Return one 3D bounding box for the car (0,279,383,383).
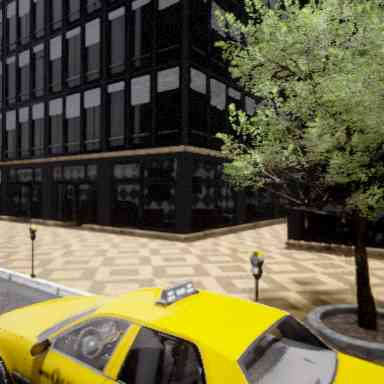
[{"bbox_3d":[-0.347,1.512,3.122,4.829,1.417,1.752,0,0,36],"label":"car"}]
